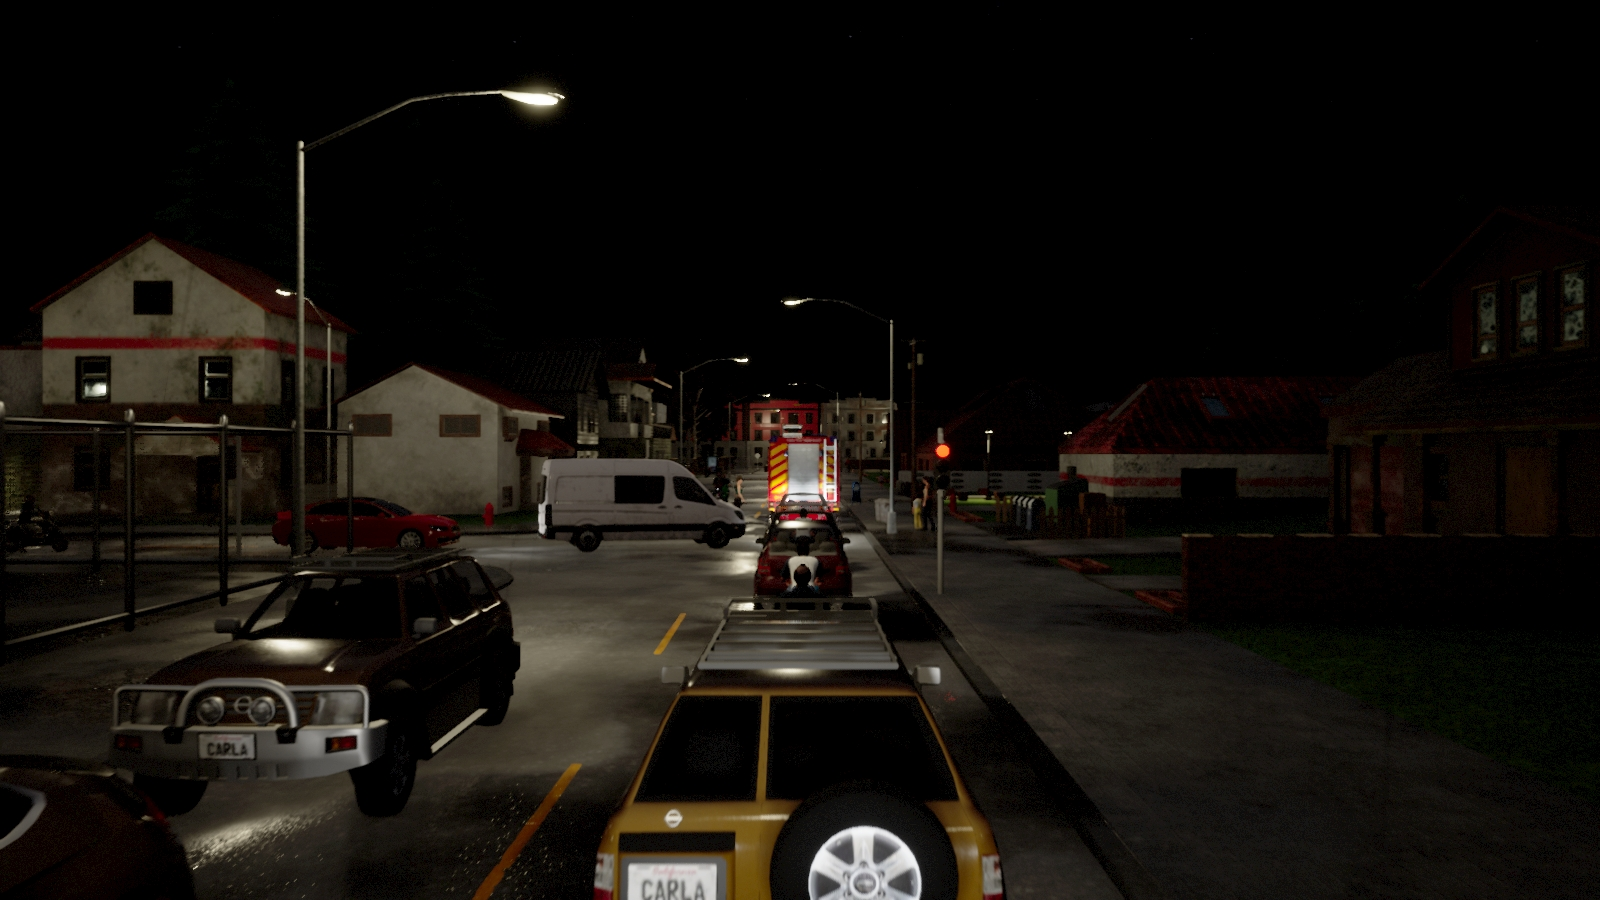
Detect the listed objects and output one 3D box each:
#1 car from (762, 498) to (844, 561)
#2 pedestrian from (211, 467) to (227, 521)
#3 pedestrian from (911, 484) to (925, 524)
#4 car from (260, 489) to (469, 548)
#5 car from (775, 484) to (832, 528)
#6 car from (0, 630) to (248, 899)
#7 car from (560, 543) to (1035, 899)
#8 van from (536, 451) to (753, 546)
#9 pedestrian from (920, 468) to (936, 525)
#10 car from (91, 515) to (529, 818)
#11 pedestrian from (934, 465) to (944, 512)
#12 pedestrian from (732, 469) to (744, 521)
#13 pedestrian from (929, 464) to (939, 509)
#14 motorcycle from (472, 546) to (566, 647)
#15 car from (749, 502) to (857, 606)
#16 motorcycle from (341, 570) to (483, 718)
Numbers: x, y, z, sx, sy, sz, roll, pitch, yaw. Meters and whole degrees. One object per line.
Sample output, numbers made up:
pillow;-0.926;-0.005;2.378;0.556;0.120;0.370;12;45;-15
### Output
car;0.078;1.928;28.593;1.895;1.301;4.718;0;0;0
pedestrian;-20.059;1.526;39.446;0.375;1.860;0.375;0;0;-4
pedestrian;3.958;1.806;38.303;0.375;1.300;0.375;0;0;-14
car;-11.846;1.842;31.369;4.892;1.480;2.231;0;0;0
car;0.116;1.936;40.368;1.895;1.301;4.718;0;0;0
car;-3.990;1.772;3.496;2.152;1.651;5.027;0;0;0
car;0.003;1.639;6.957;1.932;1.855;4.605;0;-1;0
van;-4.481;1.315;32.851;5.915;2.561;1.988;0;0;-18
pedestrian;4.197;1.527;37.458;0.375;1.860;0.375;0;0;35
car;-3.970;1.644;10.284;1.932;1.855;4.605;0;0;1
pedestrian;5.565;1.525;45.687;0.375;1.860;0.375;0;0;3
pedestrian;-2.260;1.629;41.422;0.375;1.860;0.375;0;0;-14
pedestrian;5.633;1.524;48.030;0.375;1.860;0.375;0;0;6
motorcycle;-3.874;1.993;15.900;0.803;1.145;2.033;0;0;0
car;0.053;1.806;20.754;1.789;1.549;3.705;0;0;0
motorcycle;-3.979;1.962;11.888;0.856;1.236;1.805;0;0;0
